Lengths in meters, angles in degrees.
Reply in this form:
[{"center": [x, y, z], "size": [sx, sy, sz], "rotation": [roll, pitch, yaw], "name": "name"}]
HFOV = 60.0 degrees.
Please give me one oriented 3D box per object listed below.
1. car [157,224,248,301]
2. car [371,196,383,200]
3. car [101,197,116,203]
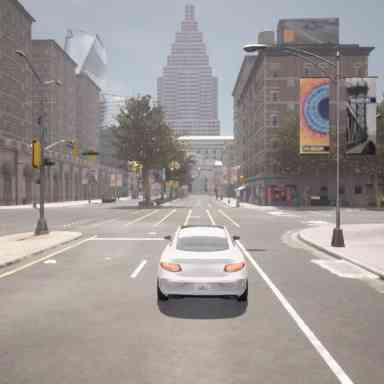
[{"center": [0.249, 1.526, 8.203], "size": [1.812, 1.442, 4.674], "rotation": [0, 0, 2], "name": "car"}, {"center": [35.883, 1.481, 67.520], "size": [2.231, 1.521, 4.892], "rotation": [0, 0, 1], "name": "car"}, {"center": [-16.829, 1.595, 67.246], "size": [1.895, 1.301, 4.718], "rotation": [0, 0, 1], "name": "car"}]
